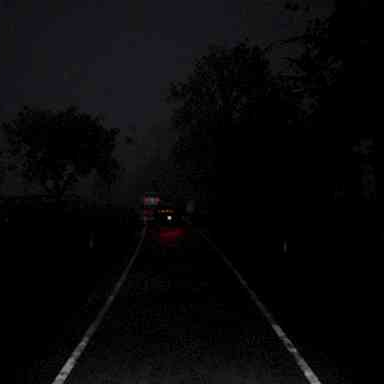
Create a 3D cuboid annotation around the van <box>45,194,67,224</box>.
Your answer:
[{"bbox_3d":[-10.557,1.174,23.639,1.878,1.987,4.442,1,-1,-9],"label":"van"}]

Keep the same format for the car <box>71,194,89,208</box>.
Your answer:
[{"bbox_3d":[-17.108,1.347,50.869,2.435,2.045,5.566,2,-2,-19],"label":"car"}]

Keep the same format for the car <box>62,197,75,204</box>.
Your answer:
[{"bbox_3d":[-28.203,1.983,75.728,2.097,1.535,5.008,-1,-1,-29],"label":"car"}]

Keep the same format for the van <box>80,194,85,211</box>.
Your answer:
[{"bbox_3d":[-12.561,1.219,34.642,1.878,1.987,4.442,2,-1,-15],"label":"van"}]

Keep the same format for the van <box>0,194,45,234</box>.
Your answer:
[{"bbox_3d":[-9.832,1.167,18.106,1.878,1.987,4.442,1,-1,-8],"label":"van"}]

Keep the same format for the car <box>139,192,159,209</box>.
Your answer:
[{"bbox_3d":[-5.279,1.027,41.362,2.150,2.045,5.566,-1,0,-14],"label":"car"}]

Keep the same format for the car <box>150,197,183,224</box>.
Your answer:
[{"bbox_3d":[-1.766,1.372,23.424,1.837,1.490,4.892,0,0,-8],"label":"car"}]

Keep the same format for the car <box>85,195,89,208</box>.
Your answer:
[{"bbox_3d":[-13.864,1.479,40.002,1.946,1.575,5.366,2,-1,-13],"label":"car"}]

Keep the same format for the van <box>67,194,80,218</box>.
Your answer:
[{"bbox_3d":[-11.464,1.191,29.156,1.878,1.987,4.442,1,-1,-10],"label":"van"}]
